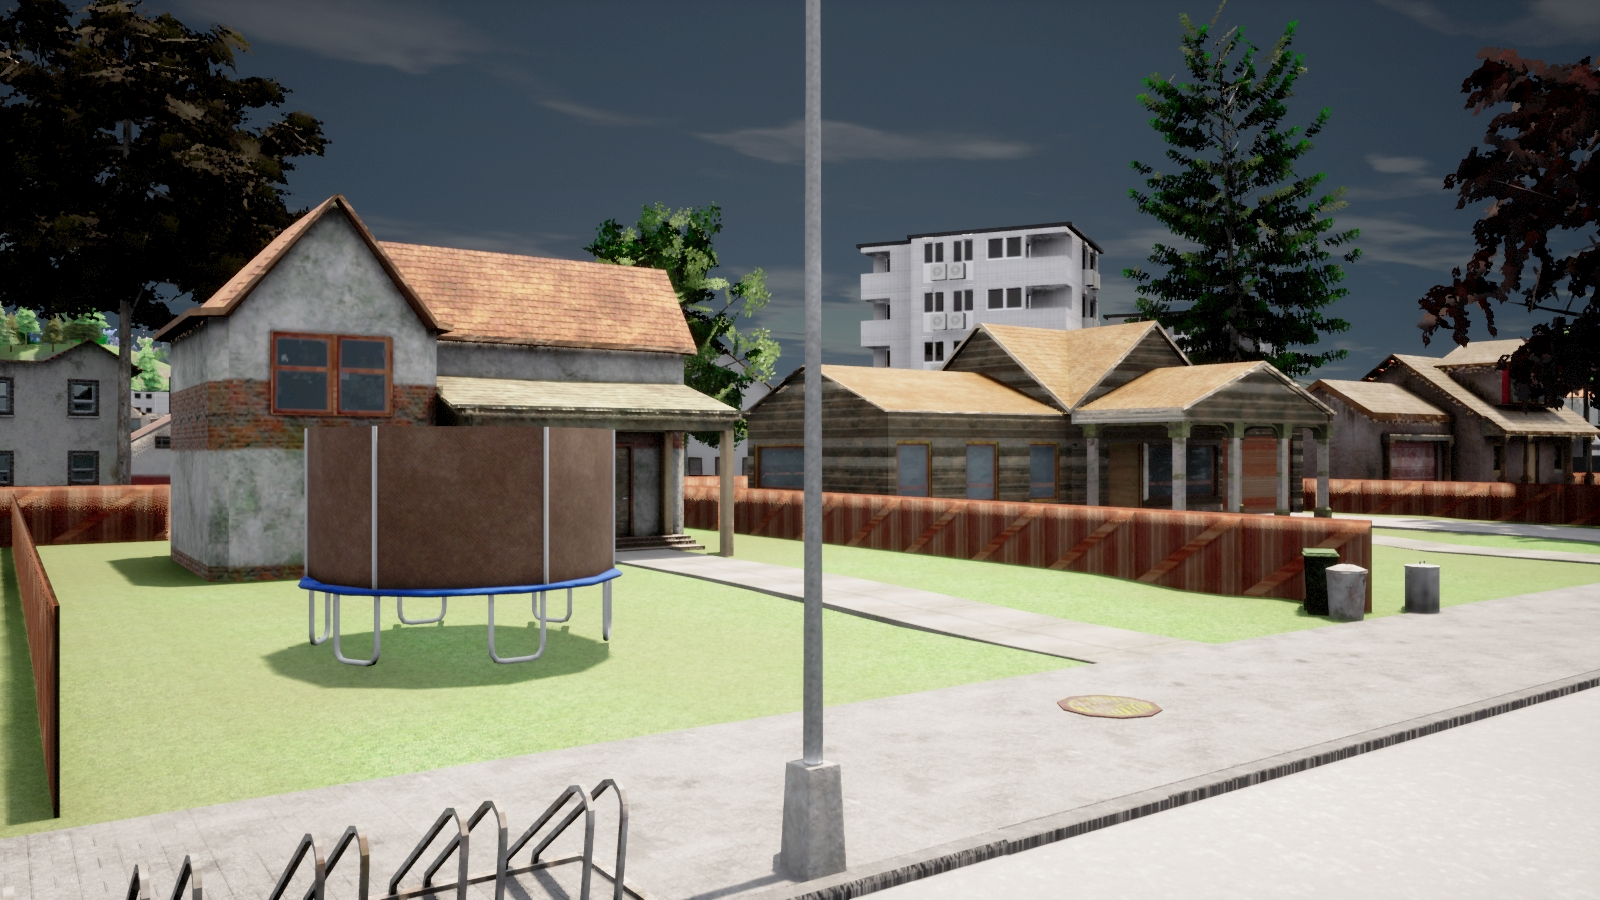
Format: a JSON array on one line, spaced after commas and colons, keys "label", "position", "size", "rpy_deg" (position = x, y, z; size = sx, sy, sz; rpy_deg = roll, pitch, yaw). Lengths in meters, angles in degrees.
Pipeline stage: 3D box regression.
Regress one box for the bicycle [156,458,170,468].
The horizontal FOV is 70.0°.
[{"label": "bicycle", "position": [-99.762, 2.060, 178.851], "size": [1.835, 1.471, 0.329], "rpy_deg": [0, 0, -35]}]
